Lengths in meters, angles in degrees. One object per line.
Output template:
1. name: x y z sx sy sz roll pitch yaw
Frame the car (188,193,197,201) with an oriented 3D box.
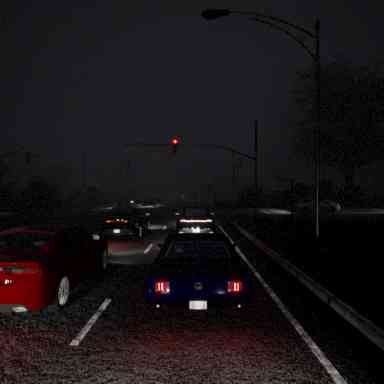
1. car: 0.208 1.217 84.684 2.150 2.045 5.566 0 0 0

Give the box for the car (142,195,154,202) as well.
1. car: -10.312 1.540 78.135 2.033 1.411 5.357 0 0 0

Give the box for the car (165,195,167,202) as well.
1. car: -6.814 1.478 77.220 1.882 1.535 5.008 0 0 0

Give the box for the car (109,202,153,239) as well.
1. car: -3.359 1.505 17.303 1.837 1.490 4.892 0 0 0

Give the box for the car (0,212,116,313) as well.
1. car: -3.383 1.478 7.805 1.882 1.535 5.008 0 0 0

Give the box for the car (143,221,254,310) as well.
1. car: 0.118 1.601 7.778 1.895 1.301 4.718 0 0 0

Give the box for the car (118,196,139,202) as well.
1. car: -10.486 1.491 53.185 2.128 1.511 4.902 0 0 1

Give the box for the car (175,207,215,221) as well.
1. car: 0.150 1.491 17.040 2.128 1.511 4.902 0 0 -1

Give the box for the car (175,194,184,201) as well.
1. car: -3.292 1.532 84.663 2.033 1.411 5.357 0 0 0

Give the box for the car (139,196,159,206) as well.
1. car: -6.958 1.564 54.703 1.994 1.385 4.181 0 0 -1

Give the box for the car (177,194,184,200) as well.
1. car: -3.226 1.327 95.071 1.882 1.535 5.008 0 0 1

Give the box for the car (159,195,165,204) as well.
1. car: -6.891 1.600 63.559 1.895 1.301 4.718 0 0 1

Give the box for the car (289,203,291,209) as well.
1. car: 14.058 1.505 39.639 4.892 1.490 1.837 0 0 3

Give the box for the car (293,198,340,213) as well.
1. car: 13.604 1.526 36.160 4.674 1.442 1.812 0 0 3
